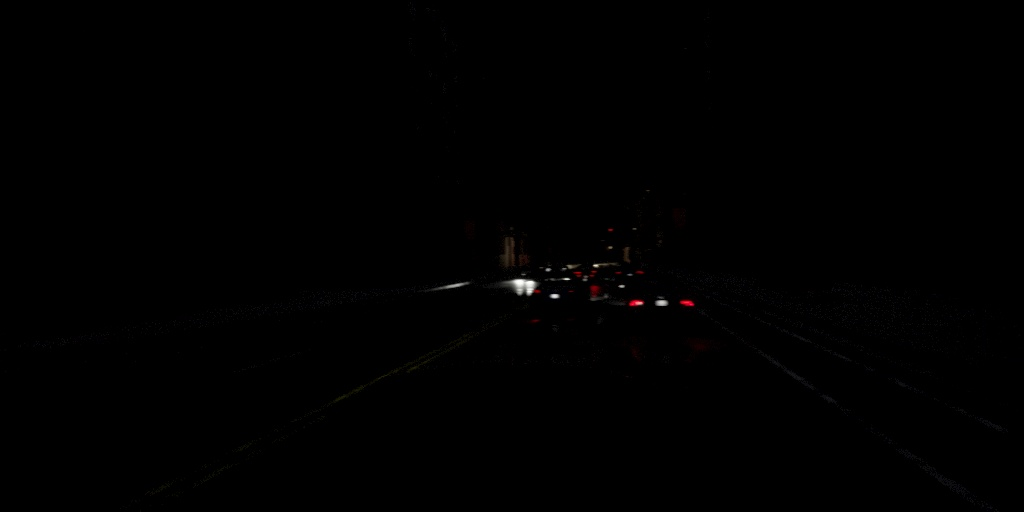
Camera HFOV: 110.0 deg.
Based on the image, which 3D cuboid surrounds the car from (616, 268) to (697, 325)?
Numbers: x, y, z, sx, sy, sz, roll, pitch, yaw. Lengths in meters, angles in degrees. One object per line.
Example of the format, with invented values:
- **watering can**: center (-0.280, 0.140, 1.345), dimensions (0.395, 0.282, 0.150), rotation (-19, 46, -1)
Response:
- **car**: center (4.545, 1.267, 11.595), dimensions (2.033, 1.411, 5.357), rotation (-2, -1, 16)

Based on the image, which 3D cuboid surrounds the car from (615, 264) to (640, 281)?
- **car**: center (9.230, 1.345, 28.451), dimensions (1.994, 1.385, 4.181), rotation (-2, -1, 15)

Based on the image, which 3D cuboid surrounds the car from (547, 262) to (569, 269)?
- **car**: center (4.968, 1.402, 38.459), dimensions (2.097, 1.767, 4.553), rotation (-2, -1, 14)

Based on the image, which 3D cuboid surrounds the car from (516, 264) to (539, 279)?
- **car**: center (1.791, 1.655, 39.121), dimensions (2.128, 1.511, 4.902), rotation (-2, -1, 14)

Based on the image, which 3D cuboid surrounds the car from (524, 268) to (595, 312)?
- **car**: center (2.093, 1.405, 14.725), dimensions (1.994, 1.385, 4.181), rotation (-2, -1, 17)

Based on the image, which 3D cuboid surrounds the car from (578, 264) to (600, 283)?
- **car**: center (6.200, 1.422, 29.702), dimensions (1.812, 1.442, 4.674), rotation (-2, -1, 15)
